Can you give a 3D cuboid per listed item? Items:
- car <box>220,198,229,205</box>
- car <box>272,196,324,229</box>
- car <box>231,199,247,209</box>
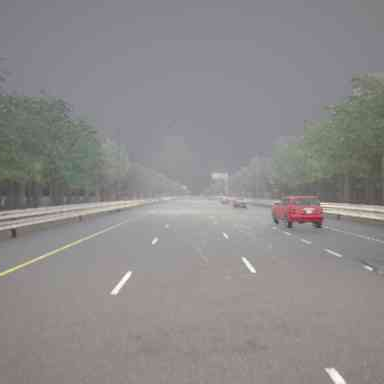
[{"bbox_3d":[7.331,2.061,74.754,2.128,1.511,4.902,0,-1,1],"label":"car"},{"bbox_3d":[7.034,1.303,22.611,2.150,2.045,5.566,0,0,0],"label":"car"},{"bbox_3d":[7.158,1.853,50.898,1.812,1.442,4.674,0,-1,0],"label":"car"}]
